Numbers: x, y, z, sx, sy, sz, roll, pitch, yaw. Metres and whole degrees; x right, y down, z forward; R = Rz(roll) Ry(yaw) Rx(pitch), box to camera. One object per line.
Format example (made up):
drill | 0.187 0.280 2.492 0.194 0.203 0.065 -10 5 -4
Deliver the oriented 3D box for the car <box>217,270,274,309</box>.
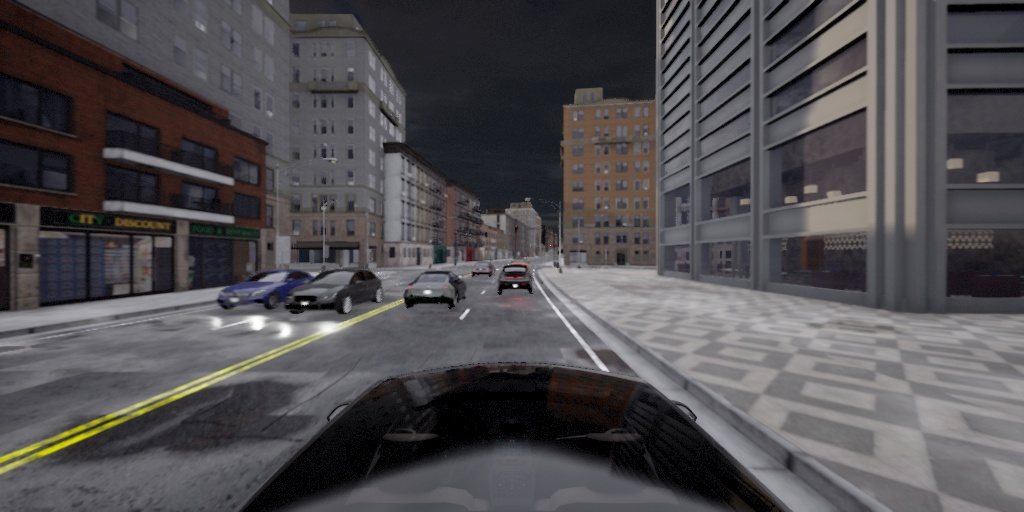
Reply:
car | -9.738 1.287 14.926 1.812 1.442 4.674 0 0 0

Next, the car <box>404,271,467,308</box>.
car | -3.113 1.310 15.294 1.994 1.385 4.181 0 0 1

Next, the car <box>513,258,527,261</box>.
car | 0.892 1.030 39.296 2.097 1.767 4.553 0 0 3

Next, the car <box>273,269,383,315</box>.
car | -6.504 1.256 13.727 1.837 1.490 4.892 0 0 1

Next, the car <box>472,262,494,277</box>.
car | -2.639 1.240 34.106 2.033 1.411 5.357 0 0 3

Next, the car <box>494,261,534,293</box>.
car | 0.203 1.238 20.487 1.837 1.490 4.892 0 0 1
